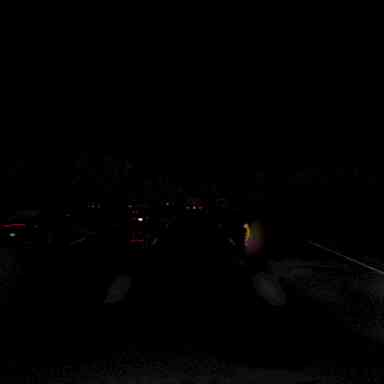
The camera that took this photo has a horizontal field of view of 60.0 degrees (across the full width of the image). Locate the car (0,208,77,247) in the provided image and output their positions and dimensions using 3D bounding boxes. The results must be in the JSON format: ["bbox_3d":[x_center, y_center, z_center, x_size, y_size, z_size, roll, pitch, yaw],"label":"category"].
[{"bbox_3d":[-6.835,1.477,15.180,1.882,1.535,5.008,0,0,0],"label":"car"}]

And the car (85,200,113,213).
[{"bbox_3d":[-10.242,1.547,37.026,2.033,1.411,5.357,0,0,0],"label":"car"}]

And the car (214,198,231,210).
[{"bbox_3d":[3.778,1.477,41.861,1.882,1.535,5.008,0,0,0],"label":"car"}]

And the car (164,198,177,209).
[{"bbox_3d":[-3.206,1.563,45.755,1.994,1.385,4.181,0,0,0],"label":"car"}]

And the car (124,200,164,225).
[{"bbox_3d":[-3.298,1.503,23.759,1.837,1.490,4.892,0,0,0],"label":"car"}]

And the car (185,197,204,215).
[{"bbox_3d":[0.241,1.547,33.978,2.033,1.411,5.357,0,0,1],"label":"car"}]

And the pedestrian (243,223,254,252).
[{"bbox_3d":[2.098,1.674,12.481,0.500,1.100,0.500,0,0,0],"label":"pedestrian"}]

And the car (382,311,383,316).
[{"bbox_3d":[3.610,1.601,2.558,1.895,1.301,4.718,0,0,0],"label":"car"}]

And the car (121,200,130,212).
[{"bbox_3d":[-6.738,1.564,37.913,1.994,1.385,4.181,0,0,0],"label":"car"}]
